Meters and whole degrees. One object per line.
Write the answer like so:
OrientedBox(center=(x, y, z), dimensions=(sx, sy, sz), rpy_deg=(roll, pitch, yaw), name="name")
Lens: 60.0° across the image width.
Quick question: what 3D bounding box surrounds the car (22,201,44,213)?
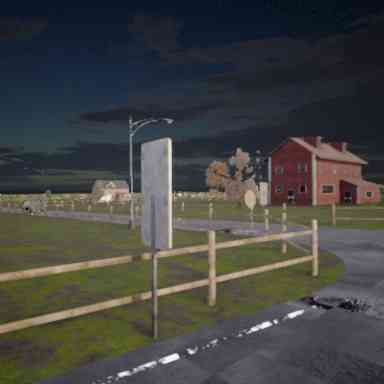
OrientedBox(center=(-22.804, 2.089, 47.990), dimensions=(2.097, 1.767, 4.553), rpy_deg=(-1, -1, -43), name="car")
